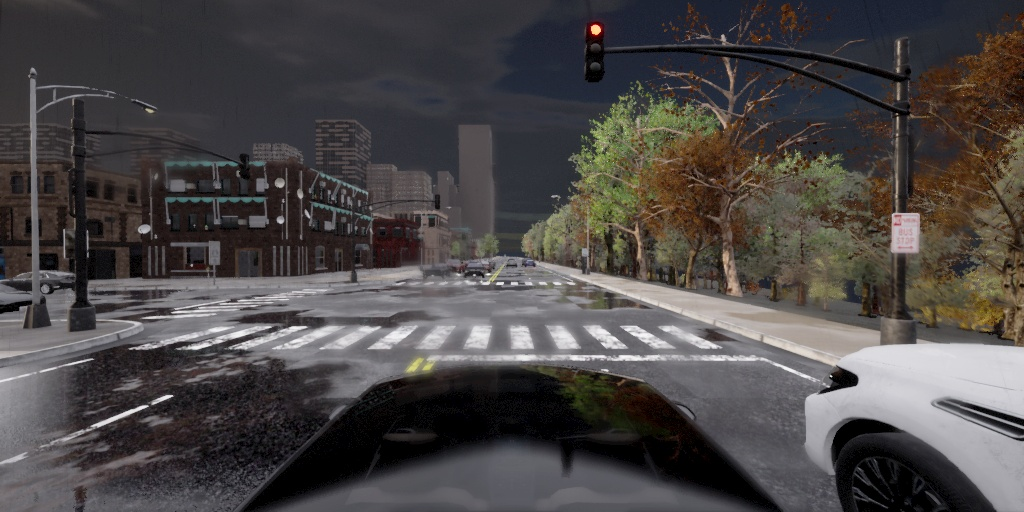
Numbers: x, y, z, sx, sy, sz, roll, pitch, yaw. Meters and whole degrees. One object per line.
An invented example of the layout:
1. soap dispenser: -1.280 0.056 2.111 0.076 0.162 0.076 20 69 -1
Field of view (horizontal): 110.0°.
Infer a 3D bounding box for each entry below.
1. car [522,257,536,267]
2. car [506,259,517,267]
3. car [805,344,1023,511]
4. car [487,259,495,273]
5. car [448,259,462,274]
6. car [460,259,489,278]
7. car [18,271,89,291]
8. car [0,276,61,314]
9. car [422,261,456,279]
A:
1. car: 3.204 1.252 64.077 1.812 1.442 4.674 0 0 0
2. car: -0.054 1.290 64.107 1.994 1.385 4.181 0 0 0
3. car: 3.356 0.972 0.374 2.150 2.045 5.566 0 0 0
4. car: -3.434 1.261 43.328 1.812 1.442 4.674 0 0 0
5. car: -6.681 1.088 41.560 2.097 1.767 4.553 0 0 0
6. car: -3.446 1.287 33.865 2.033 1.411 5.357 0 0 -4
7. car: -28.326 1.559 21.616 4.403 1.370 2.007 0 0 0
8. car: -19.973 1.565 13.123 4.313 1.339 1.948 0 0 0
9. car: -6.678 1.341 32.475 1.895 1.301 4.718 0 0 0
